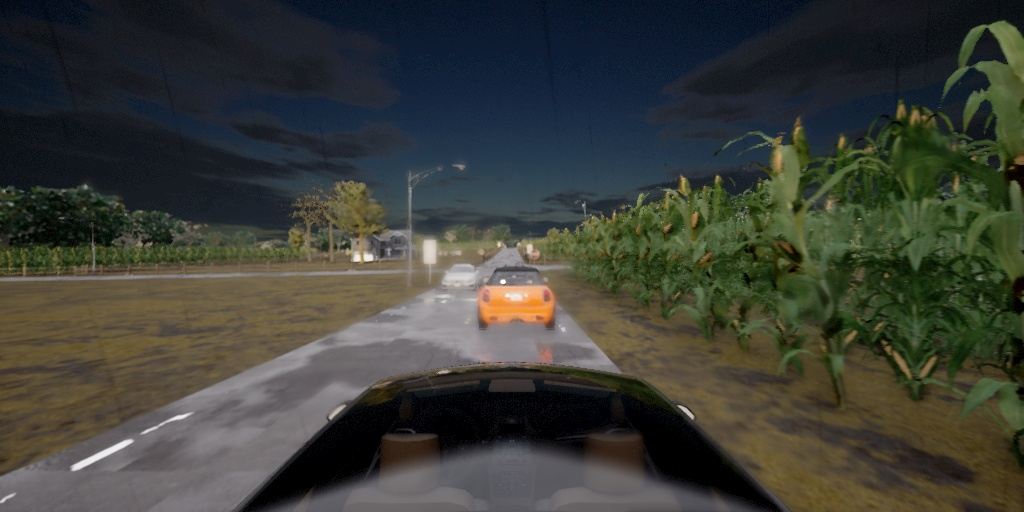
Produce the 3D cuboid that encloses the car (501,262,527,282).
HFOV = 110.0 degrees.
[{"bbox_3d":[0.165,1.173,27.936,1.895,1.301,4.718,0,1,0],"label":"car"}]

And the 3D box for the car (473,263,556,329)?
[{"bbox_3d":[0.125,1.093,11.351,2.097,1.767,4.553,0,0,0],"label":"car"}]

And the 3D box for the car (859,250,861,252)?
[{"bbox_3d":[42.837,-0.573,42.211,4.892,1.490,1.837,-2,1,1],"label":"car"}]

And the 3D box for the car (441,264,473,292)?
[{"bbox_3d":[-2.779,1.197,20.617,1.812,1.442,4.674,0,1,0],"label":"car"}]
